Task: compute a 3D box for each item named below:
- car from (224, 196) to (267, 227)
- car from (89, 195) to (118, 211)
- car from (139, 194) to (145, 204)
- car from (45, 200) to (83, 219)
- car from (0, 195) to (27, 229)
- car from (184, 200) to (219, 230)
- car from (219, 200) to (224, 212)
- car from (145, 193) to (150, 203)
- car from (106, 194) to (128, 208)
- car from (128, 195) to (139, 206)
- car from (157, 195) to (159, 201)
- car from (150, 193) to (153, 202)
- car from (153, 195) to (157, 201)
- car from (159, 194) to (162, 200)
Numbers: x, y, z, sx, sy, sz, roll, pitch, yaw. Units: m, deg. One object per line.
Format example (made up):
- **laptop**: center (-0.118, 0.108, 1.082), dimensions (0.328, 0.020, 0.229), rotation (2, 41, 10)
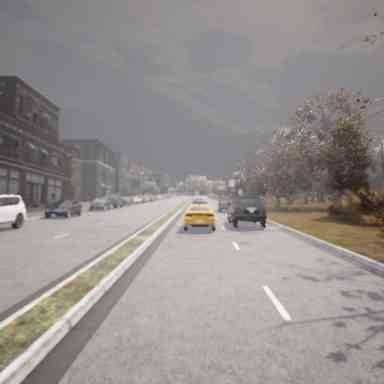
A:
- **car**: center (3.779, 1.289, 23.484), dimensions (2.150, 2.045, 5.566), rotation (0, 0, 1)
- **car**: center (-11.046, 1.481, 40.530), dimensions (2.231, 1.521, 4.892), rotation (0, 0, 1)
- **car**: center (-10.723, 1.531, 62.311), dimensions (1.946, 1.575, 5.366), rotation (0, 0, 1)
- **car**: center (-11.215, 1.482, 29.443), dimensions (2.163, 1.488, 4.792), rotation (0, 0, 1)
- **car**: center (-11.372, 1.173, 18.399), dimensions (2.435, 2.045, 5.566), rotation (0, 0, 1)
- **car**: center (0.491, 1.528, 21.514), dimensions (1.882, 1.535, 5.008), rotation (0, 0, 1)
- **car**: center (4.110, 1.653, 40.755), dimensions (2.033, 1.411, 5.357), rotation (0, 0, 1)
- **car**: center (-10.637, 1.422, 68.052), dimensions (2.185, 1.767, 4.553), rotation (0, 0, 1)
- **car**: center (-10.964, 1.242, 46.020), dimensions (2.435, 2.045, 5.566), rotation (0, 0, 1)
- **car**: center (-10.880, 1.518, 55.440), dimensions (2.231, 1.521, 4.892), rotation (0, 0, 2)
- **car**: center (-10.391, 1.591, 84.725), dimensions (2.231, 1.521, 4.892), rotation (0, 0, 1)
- **car**: center (-10.558, 1.558, 73.360), dimensions (1.946, 1.575, 5.366), rotation (0, 0, 1)
- **car**: center (-10.473, 1.324, 79.042), dimensions (2.435, 2.045, 5.566), rotation (0, 0, 1)
- **car**: center (-10.307, 1.604, 90.250), dimensions (2.231, 1.521, 4.892), rotation (0, 0, 1)
